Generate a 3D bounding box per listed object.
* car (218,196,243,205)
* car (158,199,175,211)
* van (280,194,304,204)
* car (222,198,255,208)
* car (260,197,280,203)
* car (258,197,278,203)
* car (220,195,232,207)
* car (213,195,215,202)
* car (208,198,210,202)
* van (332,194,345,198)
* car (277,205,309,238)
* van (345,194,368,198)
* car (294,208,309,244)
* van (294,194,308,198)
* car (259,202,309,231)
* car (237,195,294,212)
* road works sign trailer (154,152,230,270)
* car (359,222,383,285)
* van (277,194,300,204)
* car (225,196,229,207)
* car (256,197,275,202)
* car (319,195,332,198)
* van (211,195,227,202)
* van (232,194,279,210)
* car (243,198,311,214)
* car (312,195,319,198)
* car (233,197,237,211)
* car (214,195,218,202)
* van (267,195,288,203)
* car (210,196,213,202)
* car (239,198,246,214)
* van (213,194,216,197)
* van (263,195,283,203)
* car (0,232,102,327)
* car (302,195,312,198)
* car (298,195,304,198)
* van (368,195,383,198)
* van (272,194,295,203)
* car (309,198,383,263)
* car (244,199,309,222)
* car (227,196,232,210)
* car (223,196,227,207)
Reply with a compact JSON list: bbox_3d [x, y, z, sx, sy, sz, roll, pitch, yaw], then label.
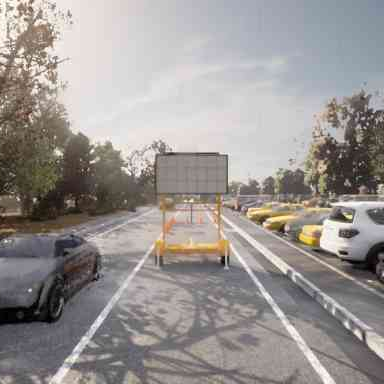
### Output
[{"bbox_3d":[7.256,1.577,62.945,4.553,1.767,2.185,0,0,0],"label":"car"},{"bbox_3d":[-3.138,1.579,41.916,1.882,1.535,5.008,0,0,0],"label":"car"},{"bbox_3d":[20.529,1.498,68.375,4.442,1.987,1.878,0,0,0],"label":"van"},{"bbox_3d":[7.201,1.644,51.840,4.892,1.521,2.231,0,0,0],"label":"car"},{"bbox_3d":[20.567,2.032,87.617,4.892,1.521,2.231,0,-1,0],"label":"car"},{"bbox_3d":[20.591,2.090,90.386,5.008,1.535,2.097,0,-1,0],"label":"car"},{"bbox_3d":[6.986,1.626,49.066,5.366,1.575,1.946,0,0,0],"label":"car"},{"bbox_3d":[7.305,1.717,65.721,5.008,1.535,2.097,0,0,0],"label":"car"},{"bbox_3d":[7.524,2.102,90.682,5.008,1.535,2.097,0,-1,0],"label":"car"},{"bbox_3d":[20.064,1.350,40.551,4.442,1.987,1.878,0,0,0],"label":"van"},{"bbox_3d":[6.900,1.562,15.762,4.892,1.521,2.231,0,0,0],"label":"car"},{"bbox_3d":[20.274,1.335,37.778,4.442,1.987,1.878,0,0,0],"label":"van"},{"bbox_3d":[7.056,1.567,12.984,5.366,1.575,1.946,0,0,0],"label":"car"},{"bbox_3d":[20.437,1.439,57.295,4.442,1.987,1.878,0,0,0],"label":"van"},{"bbox_3d":[6.732,1.549,18.539,5.366,1.575,1.946,0,0,0],"label":"car"},{"bbox_3d":[7.064,1.417,32.411,4.553,1.767,2.185,0,0,0],"label":"car"},{"bbox_3d":[-0.014,0.479,11.132,2.380,3.560,2.880,0,0,-1],"label":"road works sign trailer"},{"bbox_3d":[6.830,1.589,7.434,5.008,1.535,2.097,0,0,0],"label":"car"},{"bbox_3d":[20.551,1.512,71.020,4.442,1.987,1.878,0,0,0],"label":"van"},{"bbox_3d":[7.096,1.629,43.512,4.792,1.488,2.163,0,0,0],"label":"car"},{"bbox_3d":[20.615,2.152,93.281,5.008,1.535,2.097,0,-1,0],"label":"car"},{"bbox_3d":[20.176,1.339,43.319,5.566,2.045,2.435,0,0,0],"label":"car"},{"bbox_3d":[7.658,1.935,93.461,4.442,1.987,1.878,0,-1,0],"label":"van"},{"bbox_3d":[7.196,1.344,37.960,4.442,1.987,1.878,0,0,0],"label":"van"},{"bbox_3d":[7.172,1.529,26.862,5.366,1.575,1.946,0,0,0],"label":"car"},{"bbox_3d":[20.199,1.354,46.089,5.566,2.045,2.435,0,0,0],"label":"car"},{"bbox_3d":[7.085,1.584,35.183,4.792,1.488,2.163,0,0,0],"label":"car"},{"bbox_3d":[7.055,1.670,57.394,5.366,1.575,1.946,0,0,0],"label":"car"},{"bbox_3d":[20.387,1.627,79.315,4.442,1.987,1.878,0,-1,0],"label":"van"},{"bbox_3d":[7.408,1.510,74.050,5.566,2.045,2.435,0,0,0],"label":"car"},{"bbox_3d":[7.004,1.535,29.631,4.892,1.521,2.231,0,0,0],"label":"car"},{"bbox_3d":[7.240,1.521,71.275,4.442,1.987,1.878,0,0,0],"label":"van"},{"bbox_3d":[20.667,1.746,84.851,4.442,1.987,1.878,0,-1,0],"label":"van"},{"bbox_3d":[-3.345,1.573,7.075,1.994,1.385,4.181,0,0,0],"label":"car"},{"bbox_3d":[20.268,1.635,51.629,5.008,1.535,2.097,0,0,0],"label":"car"},{"bbox_3d":[20.300,1.690,54.524,4.674,1.452,2.002,0,0,0],"label":"car"},{"bbox_3d":[20.003,1.309,32.225,4.442,1.987,1.878,0,0,0],"label":"van"},{"bbox_3d":[20.342,1.527,73.925,4.442,1.987,1.878,0,-1,0],"label":"van"},{"bbox_3d":[6.876,1.329,10.209,5.566,2.045,2.435,0,0,0],"label":"car"},{"bbox_3d":[6.779,1.532,24.212,5.366,1.575,1.946,0,0,0],"label":"car"},{"bbox_3d":[7.073,1.614,40.736,4.792,1.488,2.163,0,0,0],"label":"car"},{"bbox_3d":[7.119,1.643,46.288,4.792,1.488,2.163,0,0,0],"label":"car"}]
